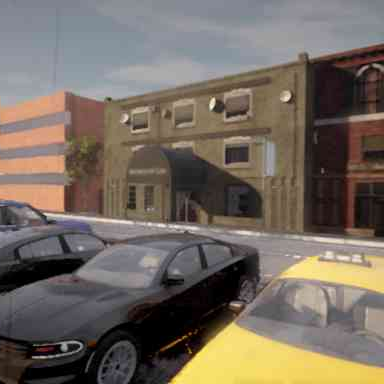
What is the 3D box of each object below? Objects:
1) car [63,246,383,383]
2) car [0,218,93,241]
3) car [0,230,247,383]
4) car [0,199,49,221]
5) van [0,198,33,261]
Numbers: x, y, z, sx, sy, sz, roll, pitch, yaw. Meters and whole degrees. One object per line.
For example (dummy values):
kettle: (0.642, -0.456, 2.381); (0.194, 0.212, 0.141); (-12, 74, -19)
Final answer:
car: (1.588, 1.476, 3.631); (1.946, 1.575, 5.366); (0, 0, 36)
car: (-2.903, 1.462, 7.067); (2.097, 1.535, 5.008); (0, 0, 36)
car: (-0.600, 1.470, 5.431); (2.097, 1.535, 5.008); (0, 0, 36)
car: (-5.180, 1.202, 8.739); (2.435, 2.045, 5.566); (0, 0, 36)
van: (-7.562, 1.219, 10.266); (1.878, 1.987, 4.442); (0, 0, 36)
